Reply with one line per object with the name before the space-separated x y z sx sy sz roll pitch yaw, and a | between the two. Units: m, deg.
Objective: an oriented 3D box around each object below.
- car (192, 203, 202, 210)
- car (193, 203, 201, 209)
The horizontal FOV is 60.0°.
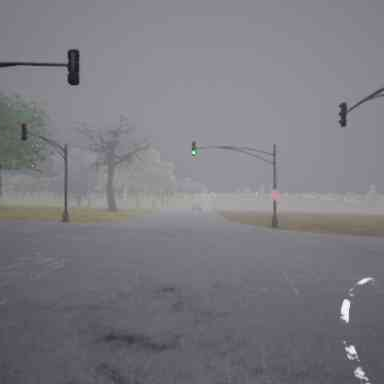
car | 0.938 3.047 67.861 1.994 1.385 4.181 0 -2 1
car | 1.148 3.274 77.898 1.837 1.490 4.892 0 -2 1
